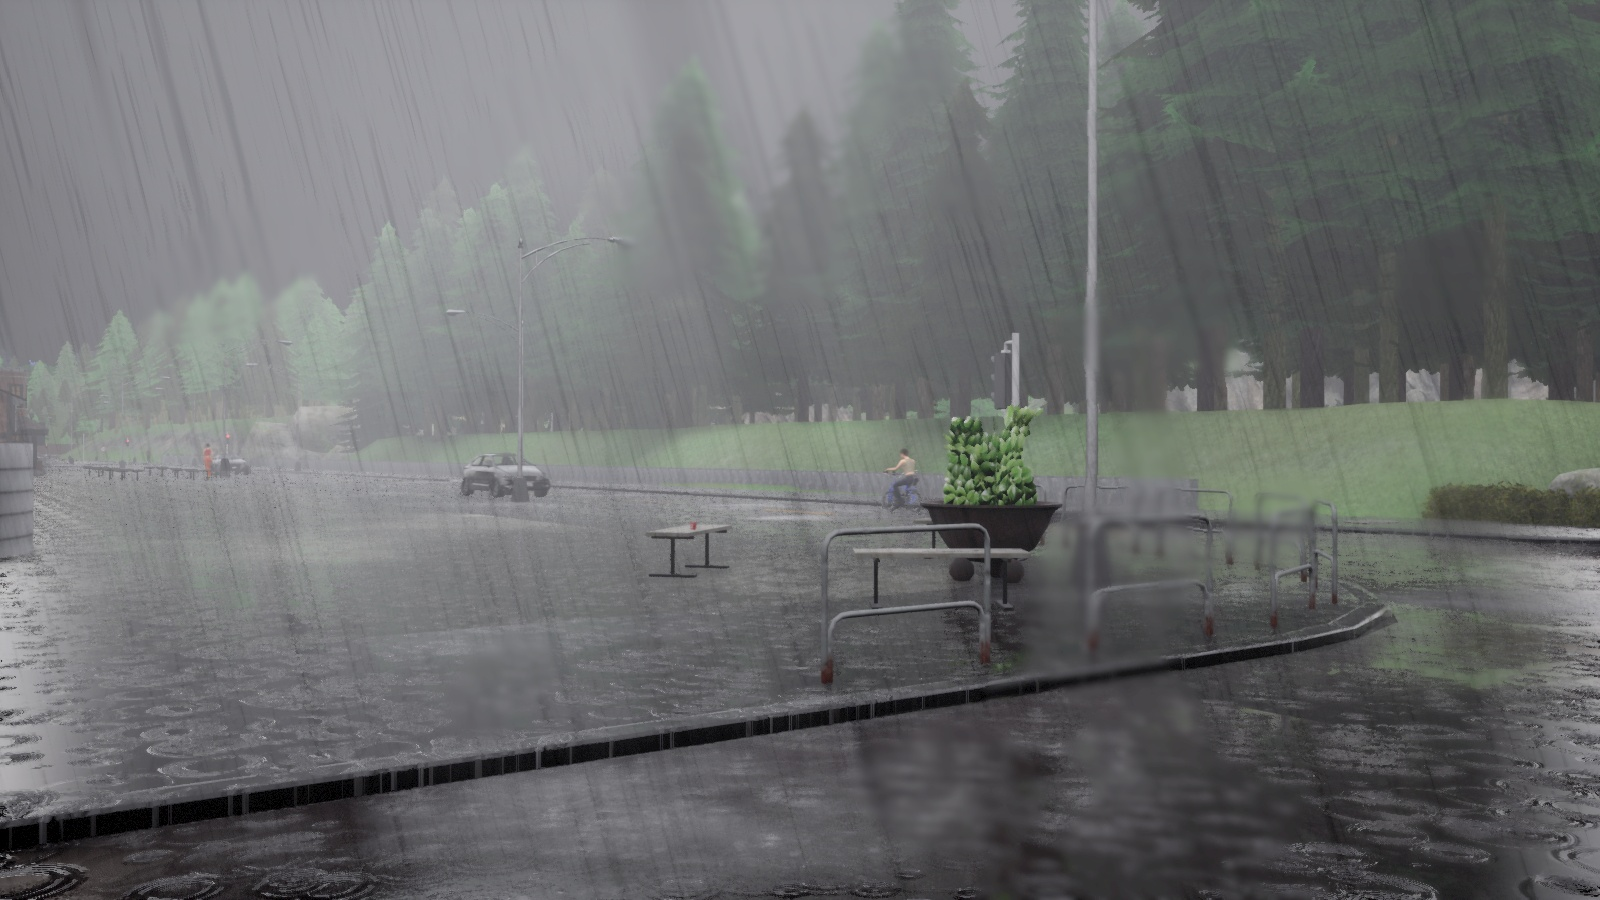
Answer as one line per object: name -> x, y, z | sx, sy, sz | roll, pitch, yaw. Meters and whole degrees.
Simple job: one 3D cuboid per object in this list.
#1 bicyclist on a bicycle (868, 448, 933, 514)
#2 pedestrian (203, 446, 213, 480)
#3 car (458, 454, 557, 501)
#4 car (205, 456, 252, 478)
bicyclist on a bicycle -> 2.519, 0.753, 31.544 | 0.866, 1.612, 1.509 | 0, 0, -35
pedestrian -> -31.912, 0.688, 67.671 | 0.345, 1.836, 0.594 | 0, 0, -43
car -> -9.915, 0.883, 42.298 | 1.816, 1.474, 4.193 | 0, 0, -35
car -> -36.576, 1.083, 80.355 | 1.994, 1.385, 4.181 | 0, 0, -35
